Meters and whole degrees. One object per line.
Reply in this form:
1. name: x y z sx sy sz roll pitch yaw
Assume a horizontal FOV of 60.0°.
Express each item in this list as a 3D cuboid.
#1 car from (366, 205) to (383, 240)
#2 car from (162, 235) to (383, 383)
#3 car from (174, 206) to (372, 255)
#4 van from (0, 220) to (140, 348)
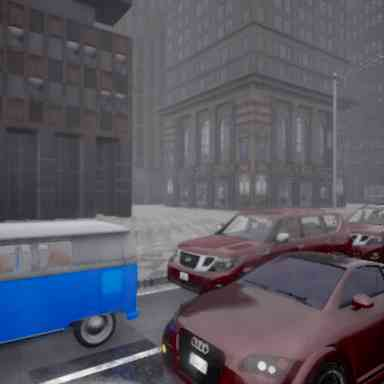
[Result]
1. car: 6.524 1.375 11.285 5.009 1.841 2.192 0 0 -35
2. car: 1.689 1.584 4.578 4.181 1.385 1.994 0 0 -35
3. car: 1.898 1.346 7.994 5.009 1.841 2.192 0 0 -35
4. van: -2.729 1.343 4.703 3.998 1.788 1.690 0 0 -35
